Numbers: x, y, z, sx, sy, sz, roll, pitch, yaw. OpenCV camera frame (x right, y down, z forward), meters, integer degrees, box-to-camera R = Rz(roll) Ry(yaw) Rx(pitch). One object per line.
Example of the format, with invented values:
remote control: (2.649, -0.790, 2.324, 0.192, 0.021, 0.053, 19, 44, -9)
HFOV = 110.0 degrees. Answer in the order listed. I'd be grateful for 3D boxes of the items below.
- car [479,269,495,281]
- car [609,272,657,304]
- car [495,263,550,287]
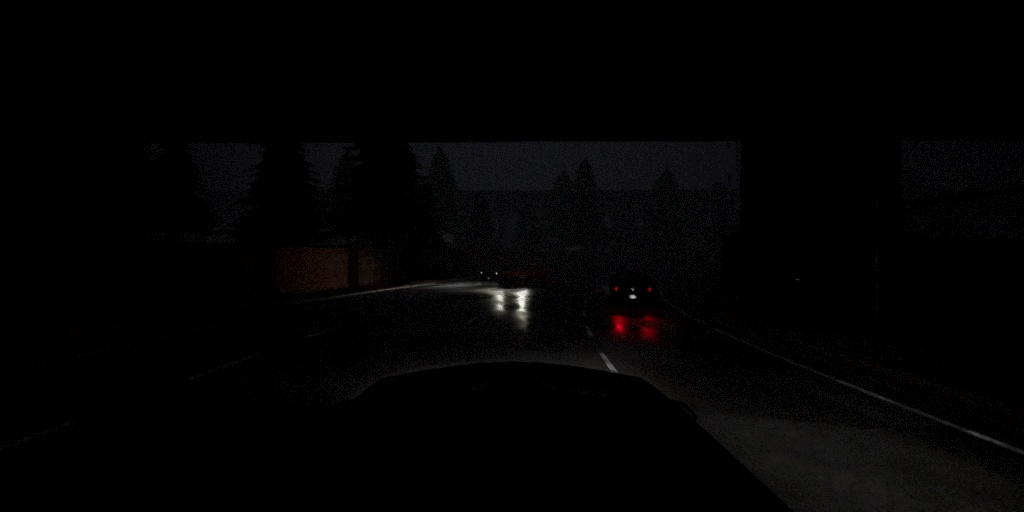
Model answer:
car: (-0.641, 1.414, 29.542, 1.895, 1.301, 4.718, 0, 0, 33)
car: (5.563, 1.396, 16.824, 1.895, 1.301, 4.718, 0, 0, 16)
car: (1.043, 1.284, 25.173, 1.882, 1.535, 5.008, -1, 0, 28)
